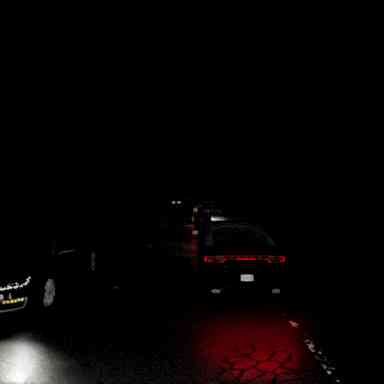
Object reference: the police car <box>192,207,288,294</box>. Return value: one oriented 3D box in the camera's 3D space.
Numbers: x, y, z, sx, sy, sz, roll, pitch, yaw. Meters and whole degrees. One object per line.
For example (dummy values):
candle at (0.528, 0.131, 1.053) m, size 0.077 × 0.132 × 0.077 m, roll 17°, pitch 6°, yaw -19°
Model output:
police car at (1.042, 1.423, 8.894) m, size 1.930 × 1.638 × 5.238 m, roll 0°, pitch 0°, yaw 0°

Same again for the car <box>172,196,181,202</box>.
car at (-3.574, 1.558, 76.648) m, size 2.033 × 1.411 × 5.357 m, roll 0°, pitch 0°, yaw 0°

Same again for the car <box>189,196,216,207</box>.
car at (1.025, 1.346, 24.756) m, size 2.097 × 1.767 × 4.553 m, roll 0°, pitch 0°, yaw 0°

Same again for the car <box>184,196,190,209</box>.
car at (-0.025, 1.474, 45.248) m, size 1.882 × 1.535 × 5.008 m, roll 0°, pitch 0°, yaw 0°

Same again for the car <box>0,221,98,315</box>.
car at (-3.607, 1.503, 7.770) m, size 1.837 × 1.490 × 4.892 m, roll 0°, pitch 0°, yaw 0°

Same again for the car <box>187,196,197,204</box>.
car at (-0.063, 1.509, 64.386) m, size 1.837 × 1.490 × 4.892 m, roll 0°, pitch 0°, yaw 0°

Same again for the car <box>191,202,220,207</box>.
car at (1.032, 1.521, 18.785) m, size 1.812 × 1.442 × 4.674 m, roll 0°, pitch 0°, yaw 0°
